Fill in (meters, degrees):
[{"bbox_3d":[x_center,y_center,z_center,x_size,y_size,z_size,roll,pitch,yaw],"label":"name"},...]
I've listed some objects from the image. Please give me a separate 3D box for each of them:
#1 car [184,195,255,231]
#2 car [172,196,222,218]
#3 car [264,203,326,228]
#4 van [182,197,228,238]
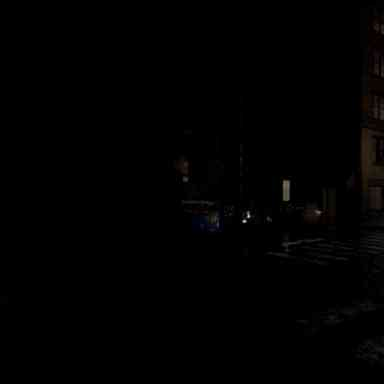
[{"bbox_3d":[1.310,1.214,20.167,2.150,2.045,5.566,0,0,-33],"label":"car"},{"bbox_3d":[0.357,1.291,31.533,2.192,1.841,5.009,0,0,-35],"label":"car"},{"bbox_3d":[6.771,1.423,22.388,1.967,1.590,4.097,0,0,-35],"label":"car"},{"bbox_3d":[-0.199,1.340,17.478,1.690,1.788,3.998,0,0,-35],"label":"van"}]
